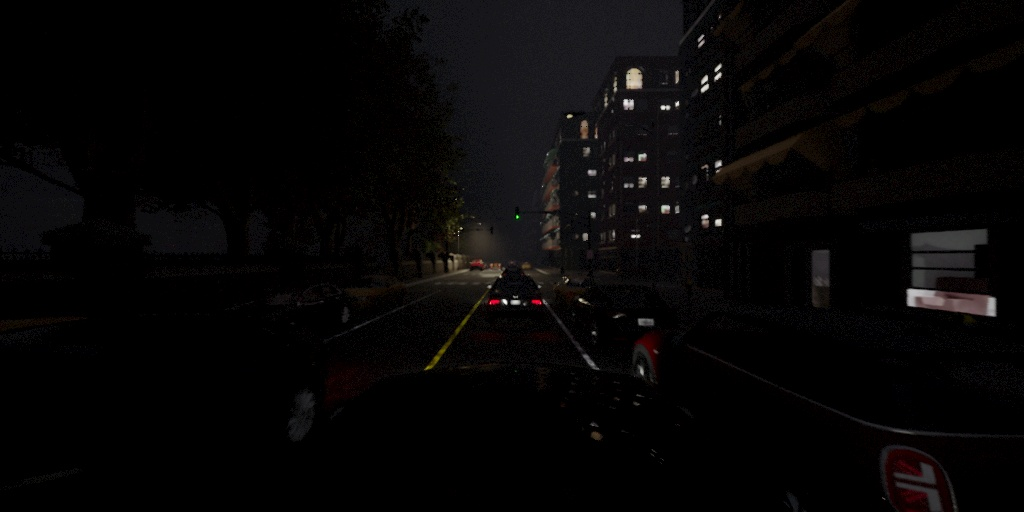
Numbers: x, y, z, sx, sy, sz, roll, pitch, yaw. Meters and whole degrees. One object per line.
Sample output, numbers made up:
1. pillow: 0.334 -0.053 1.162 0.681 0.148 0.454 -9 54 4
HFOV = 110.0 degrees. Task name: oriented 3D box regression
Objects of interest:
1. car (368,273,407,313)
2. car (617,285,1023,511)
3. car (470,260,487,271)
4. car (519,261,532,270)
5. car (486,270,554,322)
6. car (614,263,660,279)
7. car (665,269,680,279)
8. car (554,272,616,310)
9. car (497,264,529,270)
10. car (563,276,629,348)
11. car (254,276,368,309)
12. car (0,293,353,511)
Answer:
1. car: -5.692 1.382 14.719 1.751 1.417 4.829 0 0 0
2. car: 2.691 1.205 3.631 1.967 1.591 4.097 0 0 0
3. car: -5.702 1.543 58.453 2.192 1.841 5.009 0 0 0
4. car: 2.677 1.803 64.160 1.751 1.417 4.829 0 0 0
5. car: 0.098 1.386 12.726 2.033 1.411 5.357 0 0 0
6. car: 14.590 1.671 41.871 5.009 1.841 2.192 0 0 0
7. car: 20.285 2.004 41.890 4.507 1.381 1.888 0 0 0
8. car: 2.689 1.382 15.062 1.751 1.417 4.829 0 0 0
9. car: 0.095 1.535 28.530 1.994 1.385 4.181 0 0 0
10. car: 2.691 1.376 9.261 1.948 1.339 4.313 0 0 0
11. car: -5.690 1.361 9.258 2.007 1.370 4.403 0 0 0
12. car: -3.099 1.260 2.374 1.837 1.490 4.892 0 0 0
